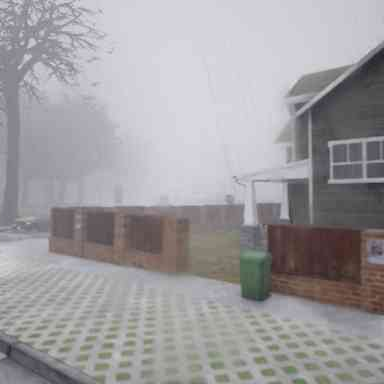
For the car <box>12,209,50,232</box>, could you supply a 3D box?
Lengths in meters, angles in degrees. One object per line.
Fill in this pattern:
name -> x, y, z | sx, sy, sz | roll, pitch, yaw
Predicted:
car -> -8.761, 1.765, 21.849 | 2.033, 1.411, 5.357 | -1, -1, 32
